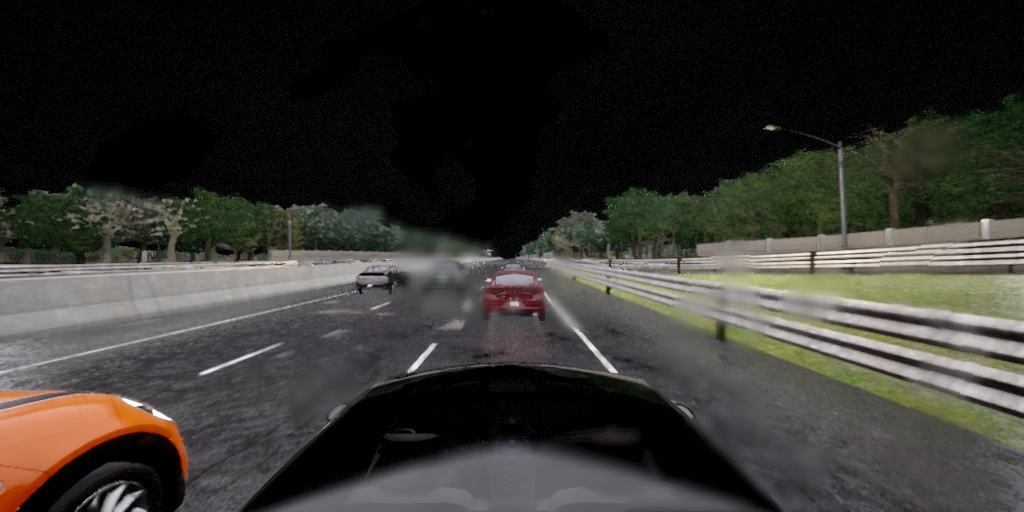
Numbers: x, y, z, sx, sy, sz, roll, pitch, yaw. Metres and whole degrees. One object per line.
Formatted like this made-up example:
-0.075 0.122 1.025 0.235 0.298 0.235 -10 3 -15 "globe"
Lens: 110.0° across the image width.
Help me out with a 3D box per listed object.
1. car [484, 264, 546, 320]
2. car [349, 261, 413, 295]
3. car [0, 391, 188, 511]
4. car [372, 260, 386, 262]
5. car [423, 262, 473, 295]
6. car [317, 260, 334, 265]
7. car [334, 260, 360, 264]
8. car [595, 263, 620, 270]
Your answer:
0.097 1.223 12.649 1.882 1.535 5.008 0 0 0 "car"
-6.904 1.233 19.861 2.128 1.511 4.902 0 0 0 "car"
-3.400 1.102 0.685 2.097 1.767 4.553 0 0 0 "car"
-17.538 1.230 46.830 1.837 1.490 4.892 0 -1 0 "car"
-3.405 1.093 19.840 2.097 1.767 4.553 0 0 0 "car"
-24.525 1.270 48.325 2.033 1.411 5.357 0 0 0 "car"
-21.034 1.324 47.277 1.895 1.301 4.718 0 0 0 "car"
13.022 1.174 49.158 1.994 1.385 4.181 0 0 -19 "car"
